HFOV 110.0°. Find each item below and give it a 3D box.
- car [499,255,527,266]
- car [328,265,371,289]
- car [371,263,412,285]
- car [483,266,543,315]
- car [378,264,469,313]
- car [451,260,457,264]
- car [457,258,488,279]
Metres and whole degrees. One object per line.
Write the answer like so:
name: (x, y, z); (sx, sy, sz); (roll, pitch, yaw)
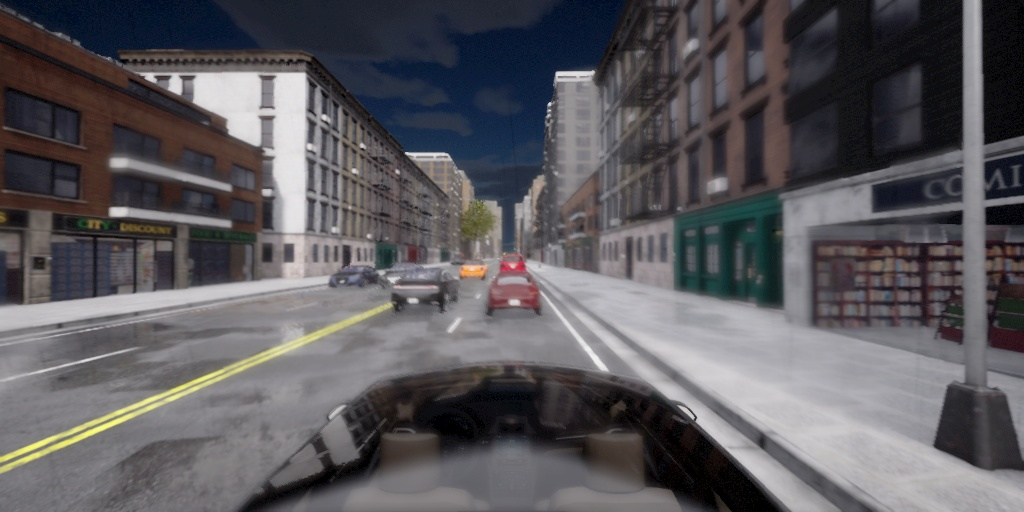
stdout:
car: (0.097, 0.951, 30.299); (2.150, 2.045, 5.566); (0, 0, 0)
car: (-9.851, 1.296, 22.823); (1.994, 1.385, 4.181); (0, 0, 0)
car: (-6.601, 1.224, 22.357); (2.128, 1.511, 4.902); (0, 0, 0)
car: (0.097, 1.264, 13.290); (1.812, 1.442, 4.674); (0, 0, 0)
car: (-3.152, 1.230, 13.933); (2.128, 1.511, 4.902); (0, 0, 0)
car: (-9.776, 1.334, 64.502); (1.895, 1.301, 4.718); (0, 0, 1)
car: (-3.153, 1.081, 30.831); (2.097, 1.767, 4.553); (0, 0, 0)
